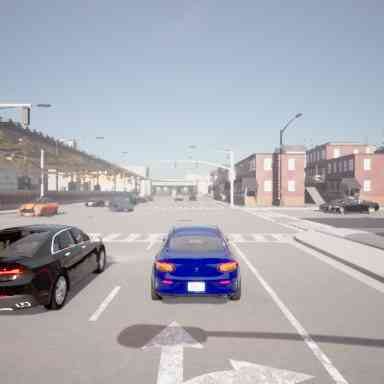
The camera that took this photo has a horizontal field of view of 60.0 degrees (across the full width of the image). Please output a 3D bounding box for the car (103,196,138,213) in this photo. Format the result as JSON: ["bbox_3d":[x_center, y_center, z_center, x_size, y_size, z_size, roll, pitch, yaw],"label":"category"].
[{"bbox_3d":[-8.185,1.547,37.671,2.033,1.411,5.357,0,0,-26],"label":"car"}]

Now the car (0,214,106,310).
[{"bbox_3d":[-3.414,1.505,7.788,1.837,1.490,4.892,0,0,0],"label":"car"}]

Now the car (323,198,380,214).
[{"bbox_3d":[16.787,1.492,34.543,4.902,1.511,2.128,0,0,0],"label":"car"}]

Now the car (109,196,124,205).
[{"bbox_3d":[-13.941,1.525,61.705,1.812,1.442,4.674,0,0,0],"label":"car"}]

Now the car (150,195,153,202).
[{"bbox_3d":[-10.351,1.476,79.187,1.882,1.535,5.008,0,0,0],"label":"car"}]

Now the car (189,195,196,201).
[{"bbox_3d":[0.153,1.500,81.609,1.837,1.490,4.892,0,0,0],"label":"car"}]

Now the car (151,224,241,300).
[{"bbox_3d":[0.093,1.526,8.245,1.812,1.442,4.674,0,0,0],"label":"car"}]

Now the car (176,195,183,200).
[{"bbox_3d":[-3.327,1.524,92.156,1.812,1.442,4.674,0,0,0],"label":"car"}]

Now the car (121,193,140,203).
[{"bbox_3d":[-10.496,1.221,54.289,2.150,2.045,5.566,0,0,0],"label":"car"}]

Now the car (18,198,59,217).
[{"bbox_3d":[-14.042,1.352,30.646,2.097,1.767,4.553,0,0,0],"label":"car"}]

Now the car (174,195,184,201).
[{"bbox_3d":[-3.346,1.595,82.110,1.895,1.301,4.718,0,0,0],"label":"car"}]

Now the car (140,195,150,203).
[{"bbox_3d":[-10.377,1.564,68.108,1.994,1.385,4.181,0,0,0],"label":"car"}]

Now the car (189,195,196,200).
[{"bbox_3d":[0.173,1.478,91.935,1.882,1.535,5.008,0,0,0],"label":"car"}]

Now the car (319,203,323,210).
[{"bbox_3d":[17.092,1.505,38.050,4.892,1.490,1.837,0,0,0],"label":"car"}]

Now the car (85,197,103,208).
[{"bbox_3d":[-14.005,1.491,48.190,2.128,1.511,4.902,0,0,0],"label":"car"}]
